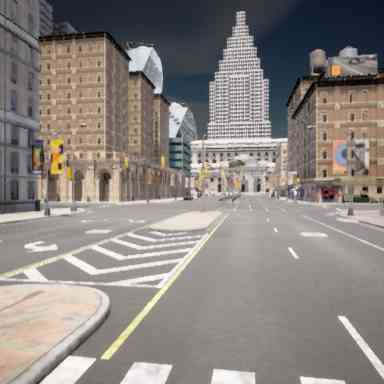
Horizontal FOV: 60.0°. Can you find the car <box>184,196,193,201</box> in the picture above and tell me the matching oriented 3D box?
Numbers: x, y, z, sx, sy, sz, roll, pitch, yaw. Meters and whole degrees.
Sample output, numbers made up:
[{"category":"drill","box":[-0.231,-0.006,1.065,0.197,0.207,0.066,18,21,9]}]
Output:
[{"category":"car","box":[-0.923,1.570,85.445,1.895,1.301,4.718,0,0,9]}]

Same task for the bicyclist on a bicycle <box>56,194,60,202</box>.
[{"category":"bicyclist on a bicycle","box":[-26.877,1.275,66.740,0.582,1.620,1.656,0,0,9]}]
